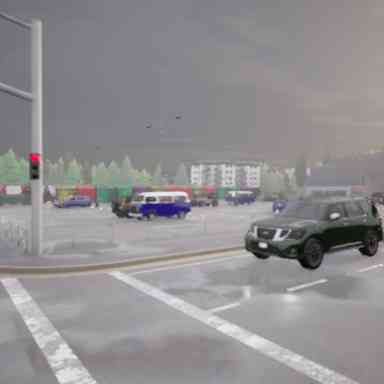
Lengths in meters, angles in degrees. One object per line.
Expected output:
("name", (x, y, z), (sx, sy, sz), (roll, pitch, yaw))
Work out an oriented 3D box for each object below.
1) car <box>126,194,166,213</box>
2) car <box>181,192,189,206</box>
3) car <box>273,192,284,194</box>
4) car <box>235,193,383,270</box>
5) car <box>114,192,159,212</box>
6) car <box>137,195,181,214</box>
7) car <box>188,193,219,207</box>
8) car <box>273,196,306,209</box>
("car", (-5.281, 1.305, 39.322), (3.905, 1.438, 1.784), (0, 0, -35))
("car", (0.589, 1.239, 57.118), (3.905, 1.438, 1.784), (0, 0, -35))
("car", (16.496, 0.955, 64.858), (3.866, 1.878, 1.905), (0, 0, -35))
("car", (4.340, 1.200, 11.381), (5.566, 2.045, 2.150), (0, 0, -35))
("car", (-6.874, 1.095, 41.482), (4.605, 1.855, 1.932), (0, 0, -35))
("car", (-3.608, 1.337, 36.959), (3.806, 1.475, 1.970), (0, 0, -35))
("car", (2.210, 1.029, 54.716), (4.605, 1.855, 1.932), (0, 0, -35))
("car", (12.049, 1.271, 40.979), (3.806, 1.475, 1.970), (0, 0, -35))
